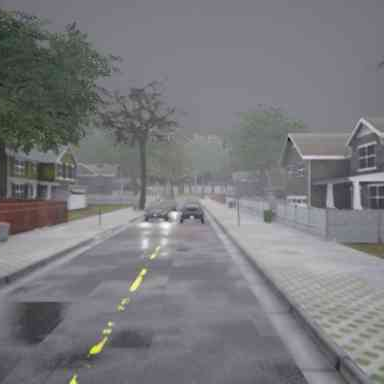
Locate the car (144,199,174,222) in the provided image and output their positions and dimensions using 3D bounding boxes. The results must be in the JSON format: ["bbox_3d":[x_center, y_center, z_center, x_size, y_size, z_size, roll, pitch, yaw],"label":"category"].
[{"bbox_3d":[-2.753,1.568,27.438,1.837,1.490,4.892,0,-1,0],"label":"car"}]

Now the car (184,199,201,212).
[{"bbox_3d":[0.079,1.635,42.280,2.033,1.411,5.357,0,0,0],"label":"car"}]

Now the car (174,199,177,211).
[{"bbox_3d":[-2.750,1.594,41.099,1.837,1.490,4.892,0,-1,0],"label":"car"}]

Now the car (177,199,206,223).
[{"bbox_3d":[0.026,1.561,26.195,1.837,1.490,4.892,0,-1,1],"label":"car"}]
